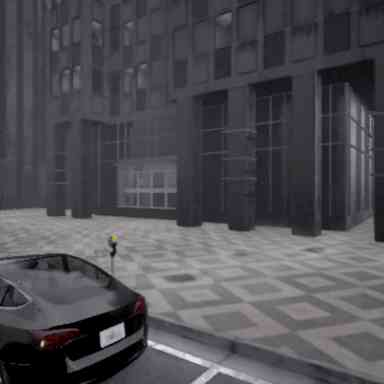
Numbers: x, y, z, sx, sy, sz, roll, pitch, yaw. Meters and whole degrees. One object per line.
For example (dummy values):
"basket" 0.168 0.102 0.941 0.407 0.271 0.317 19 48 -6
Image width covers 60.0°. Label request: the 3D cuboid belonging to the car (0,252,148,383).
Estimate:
"car" -2.543 1.564 4.776 4.313 1.339 1.947 0 0 36
